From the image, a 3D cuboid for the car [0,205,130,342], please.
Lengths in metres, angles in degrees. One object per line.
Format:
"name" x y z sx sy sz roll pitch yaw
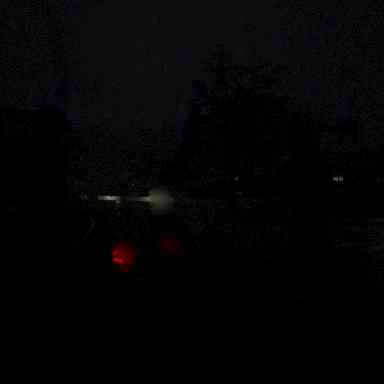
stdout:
"car" -3.686 1.264 4.930 5.566 2.045 2.150 0 0 -35
